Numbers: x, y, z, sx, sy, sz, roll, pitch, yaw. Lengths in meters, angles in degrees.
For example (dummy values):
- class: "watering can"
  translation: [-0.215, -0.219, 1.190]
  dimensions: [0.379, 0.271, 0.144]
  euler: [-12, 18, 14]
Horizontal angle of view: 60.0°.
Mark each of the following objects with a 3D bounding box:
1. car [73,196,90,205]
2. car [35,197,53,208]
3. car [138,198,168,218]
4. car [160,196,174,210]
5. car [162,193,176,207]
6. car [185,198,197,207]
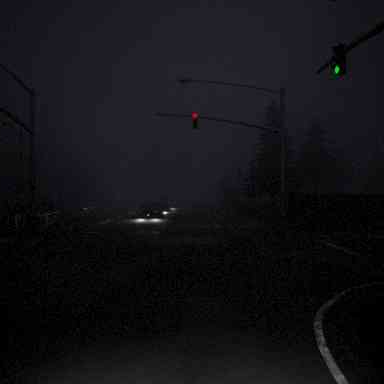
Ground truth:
- class: "car"
  translation: [-17.597, 1.374, 52.990]
  dimensions: [1.845, 1.501, 3.633]
  euler: [0, 0, 0]
- class: "car"
  translation: [-20.631, 1.384, 45.590]
  dimensions: [1.970, 1.475, 3.806]
  euler: [0, 0, 0]
- class: "car"
  translation: [-3.682, 1.547, 30.561]
  dimensions: [2.033, 1.411, 5.357]
  euler: [0, 0, 0]
- class: "car"
  translation: [-3.703, 1.547, 40.666]
  dimensions: [2.033, 1.411, 5.357]
  euler: [0, 0, 0]
- class: "car"
  translation: [-3.678, 1.221, 51.019]
  dimensions: [2.150, 2.045, 5.566]
  euler: [0, 0, -2]
- class: "car"
  translation: [-0.137, 1.601, 51.214]
  dimensions: [1.895, 1.301, 4.718]
  euler: [0, 0, 0]
